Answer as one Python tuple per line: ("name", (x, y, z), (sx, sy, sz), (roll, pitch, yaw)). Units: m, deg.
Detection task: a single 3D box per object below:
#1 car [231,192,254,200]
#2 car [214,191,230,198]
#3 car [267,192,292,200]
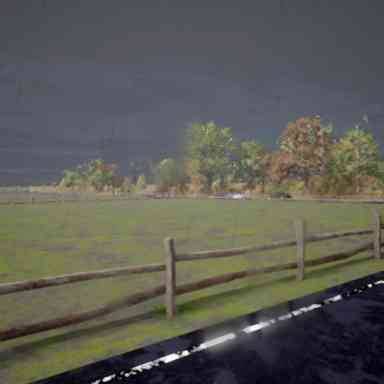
("car", (10.309, 0.785, 66.149), (1.812, 1.442, 4.674), (-1, 1, -34))
("car", (7.288, 0.585, 75.367), (2.033, 1.411, 5.357), (-1, 1, -35))
("car", (16.299, 0.708, 62.349), (1.882, 1.535, 5.008), (-1, 1, -35))
